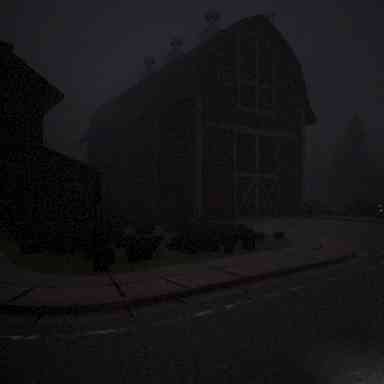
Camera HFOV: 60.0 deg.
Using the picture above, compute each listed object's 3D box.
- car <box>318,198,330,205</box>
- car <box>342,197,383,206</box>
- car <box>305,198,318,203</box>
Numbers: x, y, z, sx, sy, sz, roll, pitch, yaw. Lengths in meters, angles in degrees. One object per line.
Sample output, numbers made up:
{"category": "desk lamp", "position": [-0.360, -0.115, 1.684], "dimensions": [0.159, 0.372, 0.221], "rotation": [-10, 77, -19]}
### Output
{"category": "car", "position": [16.258, 1.537, 44.492], "dimensions": [1.812, 1.442, 4.674], "rotation": [0, 0, -34]}
{"category": "car", "position": [18.226, 1.363, 35.080], "dimensions": [2.097, 1.767, 4.553], "rotation": [0, 0, -34]}
{"category": "car", "position": [13.047, 1.506, 42.634], "dimensions": [2.128, 1.511, 4.902], "rotation": [0, 0, -34]}
